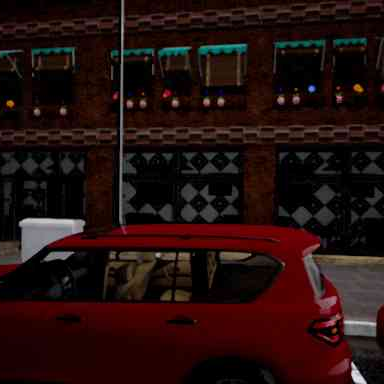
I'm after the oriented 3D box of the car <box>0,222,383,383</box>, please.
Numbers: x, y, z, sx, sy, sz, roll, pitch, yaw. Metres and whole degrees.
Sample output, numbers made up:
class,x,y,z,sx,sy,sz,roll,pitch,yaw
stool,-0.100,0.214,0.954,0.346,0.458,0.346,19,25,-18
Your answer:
class,x,y,z,sx,sy,sz,roll,pitch,yaw
car,-0.854,1.315,3.909,5.009,1.841,2.192,0,1,8

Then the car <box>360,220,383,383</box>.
class,x,y,z,sx,sy,sz,roll,pitch,yaw
car,4.640,1.317,3.124,5.009,1.841,2.192,0,1,8
